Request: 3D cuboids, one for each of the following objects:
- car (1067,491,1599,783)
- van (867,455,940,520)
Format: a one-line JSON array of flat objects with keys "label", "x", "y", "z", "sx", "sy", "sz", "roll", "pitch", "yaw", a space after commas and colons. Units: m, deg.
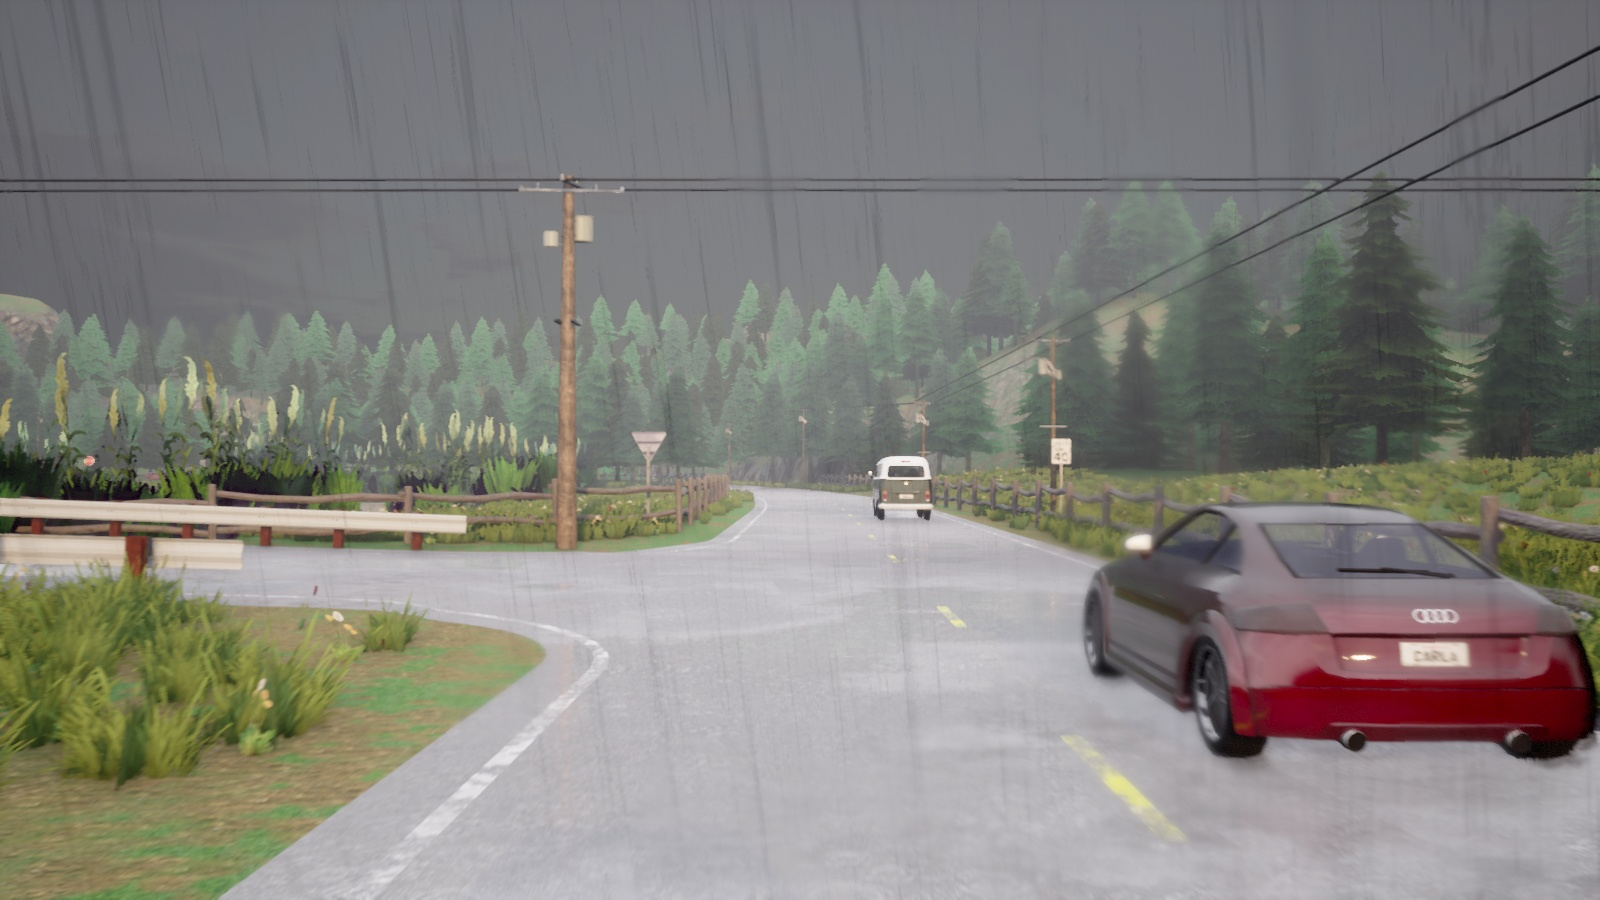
[{"label": "car", "x": 3.217, "y": 1.007, "z": 8.387, "sx": 1.994, "sy": 1.385, "sz": 4.181, "roll": 0, "pitch": -1, "yaw": 0}, {"label": "van", "x": 3.385, "y": 1.227, "z": 41.930, "sx": 2.069, "sy": 2.038, "sz": 4.480, "roll": 0, "pitch": -1, "yaw": 0}]
